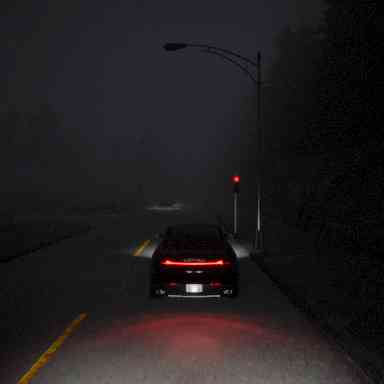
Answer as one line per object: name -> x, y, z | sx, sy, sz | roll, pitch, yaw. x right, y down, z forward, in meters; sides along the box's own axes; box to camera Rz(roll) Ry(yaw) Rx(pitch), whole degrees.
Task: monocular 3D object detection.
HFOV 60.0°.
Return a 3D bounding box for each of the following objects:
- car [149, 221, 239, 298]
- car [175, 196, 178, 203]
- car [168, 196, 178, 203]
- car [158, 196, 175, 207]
car -> 0.059, 1.505, 8.481 | 1.837, 1.490, 4.892 | 0, 0, 0
car -> -4.066, 1.477, 60.551 | 1.882, 1.535, 5.008 | 0, 0, 0
car -> -3.994, 1.522, 70.755 | 1.812, 1.442, 4.674 | 0, 0, 0
car -> -4.090, 1.477, 51.207 | 1.882, 1.535, 5.008 | 0, 0, 0
